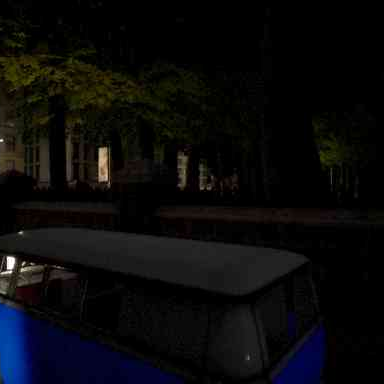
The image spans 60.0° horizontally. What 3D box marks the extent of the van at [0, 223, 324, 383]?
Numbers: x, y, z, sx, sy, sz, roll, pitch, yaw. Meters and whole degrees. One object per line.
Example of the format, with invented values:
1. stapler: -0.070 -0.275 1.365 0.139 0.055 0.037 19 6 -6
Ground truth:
1. van: -0.749 1.341 3.395 3.998 1.788 1.690 0 0 36
